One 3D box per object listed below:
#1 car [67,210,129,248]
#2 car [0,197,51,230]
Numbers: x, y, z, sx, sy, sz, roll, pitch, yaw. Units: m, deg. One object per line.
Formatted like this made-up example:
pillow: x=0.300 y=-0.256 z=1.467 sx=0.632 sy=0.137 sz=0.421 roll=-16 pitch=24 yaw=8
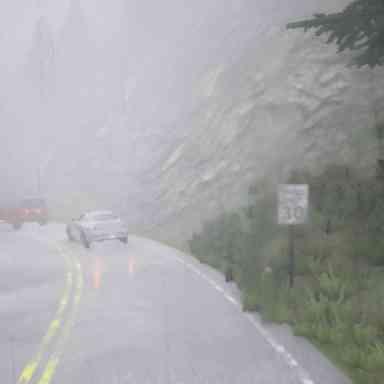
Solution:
car: x=-4.332 y=1.546 z=15.076 sx=1.812 sy=1.442 sz=4.674 roll=-3 pitch=1 yaw=-31
car: x=-12.457 y=1.490 z=23.836 sx=5.566 sy=2.045 sz=2.150 roll=-3 pitch=2 yaw=36
